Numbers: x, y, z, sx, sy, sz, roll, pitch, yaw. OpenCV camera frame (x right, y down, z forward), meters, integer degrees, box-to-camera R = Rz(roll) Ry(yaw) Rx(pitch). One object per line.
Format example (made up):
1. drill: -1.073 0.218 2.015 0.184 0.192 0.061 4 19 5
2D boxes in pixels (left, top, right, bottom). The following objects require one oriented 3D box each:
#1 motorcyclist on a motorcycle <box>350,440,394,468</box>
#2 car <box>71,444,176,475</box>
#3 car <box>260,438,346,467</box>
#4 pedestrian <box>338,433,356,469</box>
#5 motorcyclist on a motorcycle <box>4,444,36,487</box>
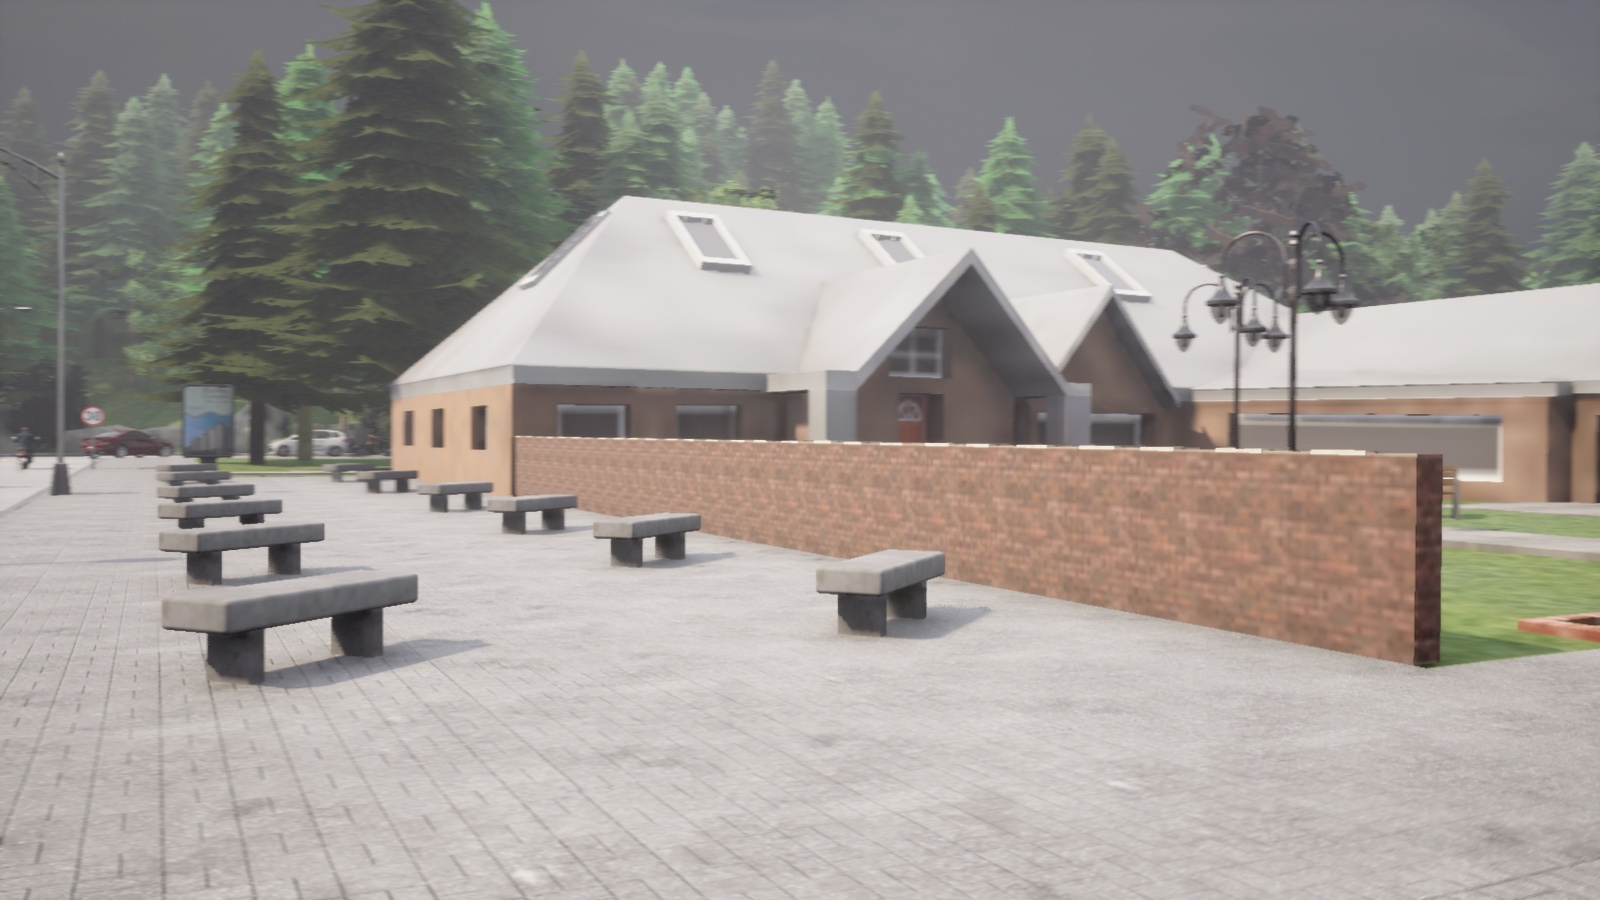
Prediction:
1. motorcyclist on a motorcycle: -25.204 0.219 74.019 2.350 1.649 0.766 -1 1 -28
2. car: -35.713 0.465 66.460 1.882 1.535 5.008 -1 1 16
3. car: -30.050 0.150 75.999 4.611 1.667 2.242 -1 1 -28
4. pedestrian: -24.745 0.034 68.599 0.788 1.949 0.423 -1 1 -31
5. motorcyclist on a motorcycle: -29.458 0.579 47.458 0.866 1.590 1.817 -1 1 -27
